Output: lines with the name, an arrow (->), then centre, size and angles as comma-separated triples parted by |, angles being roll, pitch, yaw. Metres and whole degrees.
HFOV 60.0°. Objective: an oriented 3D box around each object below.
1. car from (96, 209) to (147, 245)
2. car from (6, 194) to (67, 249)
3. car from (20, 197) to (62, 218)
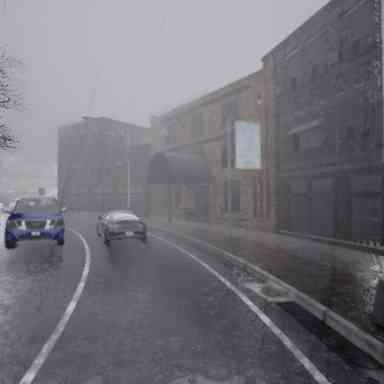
car -> -3.394, 1.549, 15.762 | 1.812, 1.442, 4.674 | 0, 0, -21
car -> -7.053, 1.251, 15.250 | 2.150, 2.045, 5.566 | 0, 0, -23
car -> -14.358, 1.414, 31.508 | 4.553, 1.767, 2.097 | 0, -1, 44
